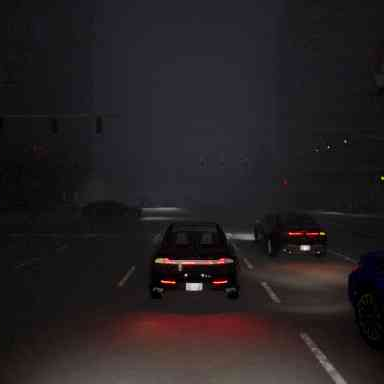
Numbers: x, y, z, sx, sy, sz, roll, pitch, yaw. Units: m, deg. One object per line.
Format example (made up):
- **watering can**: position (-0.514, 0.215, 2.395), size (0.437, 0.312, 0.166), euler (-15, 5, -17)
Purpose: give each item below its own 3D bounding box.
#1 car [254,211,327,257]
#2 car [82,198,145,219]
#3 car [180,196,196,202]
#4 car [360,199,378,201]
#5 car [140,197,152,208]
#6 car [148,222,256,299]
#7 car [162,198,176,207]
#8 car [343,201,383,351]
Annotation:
- **car**: position (3.616, 1.505, 12.880), size (1.837, 1.490, 4.892), euler (0, 0, 1)
- **car**: position (-6.779, 1.505, 28.365), size (4.892, 1.490, 1.837), euler (0, 0, 0)
- **car**: position (-1.018, 1.566, 73.312), size (1.895, 1.301, 4.718), euler (0, 0, -27)
- **car**: position (18.678, 1.526, 35.673), size (4.674, 1.442, 1.812), euler (0, 0, 0)
- **car**: position (-7.010, 1.505, 48.730), size (1.837, 1.490, 4.892), euler (0, 0, 0)
- **car**: position (0.066, 1.492, 8.413), size (2.128, 1.511, 4.902), euler (0, 0, 1)
- **car**: position (-3.494, 1.601, 51.363), size (1.895, 1.301, 4.718), euler (0, 0, 1)
- **car**: position (3.606, 1.221, 3.049), size (2.150, 2.045, 5.566), euler (0, 0, 0)
